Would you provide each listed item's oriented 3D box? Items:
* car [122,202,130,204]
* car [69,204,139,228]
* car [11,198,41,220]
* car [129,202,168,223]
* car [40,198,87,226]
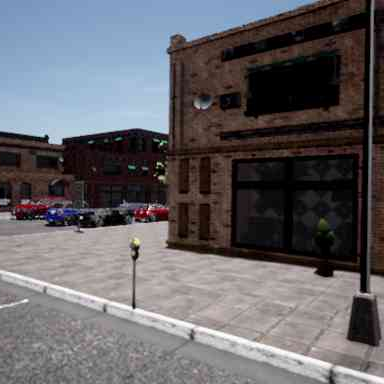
[{"bbox_3d":[-6.276,1.758,33.968,2.033,1.411,5.357,1,0,36],"label":"car"},{"bbox_3d":[-6.262,1.793,24.189,1.947,1.339,4.313,0,0,36],"label":"car"},{"bbox_3d":[-13.021,1.409,29.138,2.192,1.841,5.009,0,0,36],"label":"car"},{"bbox_3d":[-2.983,1.720,28.666,1.967,1.590,4.097,0,0,36],"label":"car"},{"bbox_3d":[-8.623,1.534,25.349,2.097,1.767,4.553,1,0,36],"label":"car"}]
